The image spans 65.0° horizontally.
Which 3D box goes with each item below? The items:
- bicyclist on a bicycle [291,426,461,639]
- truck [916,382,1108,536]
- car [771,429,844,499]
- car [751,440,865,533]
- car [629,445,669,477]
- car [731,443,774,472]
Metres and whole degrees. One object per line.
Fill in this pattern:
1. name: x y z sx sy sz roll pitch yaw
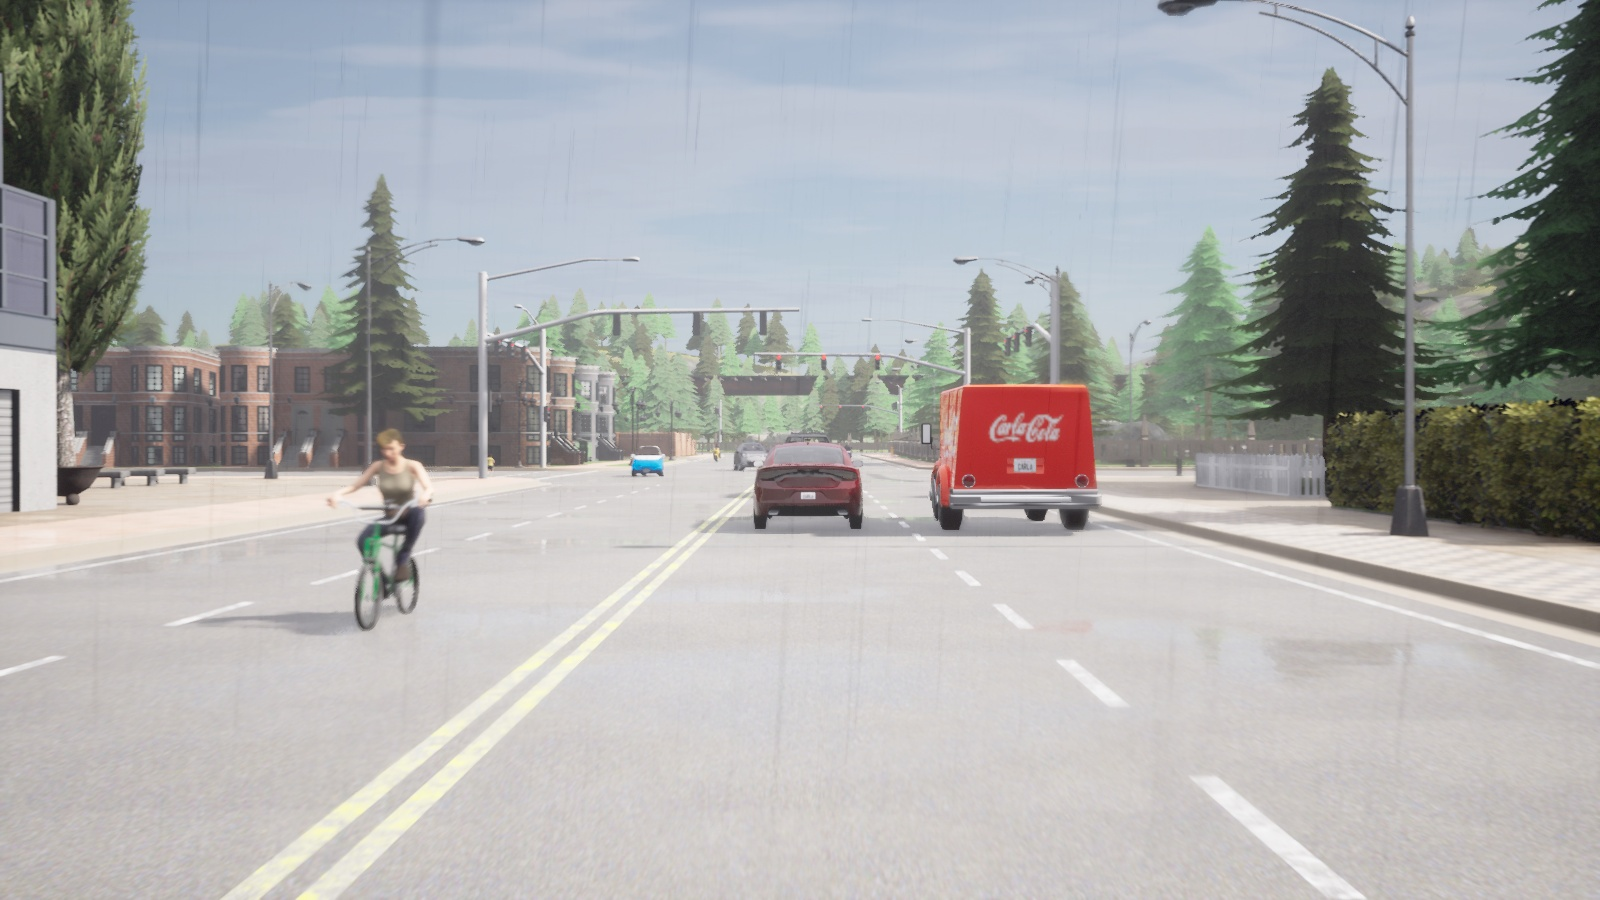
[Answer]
1. bicyclist on a bicycle: -3.421 0.622 10.280 0.866 1.612 1.509 0 0 1
2. truck: 3.645 0.134 22.759 2.627 2.467 5.204 0 0 0
3. car: 0.218 0.362 35.779 1.932 1.855 4.605 0 0 0
4. car: 0.148 0.593 23.320 1.882 1.535 5.008 0 0 0
5. car: -6.669 0.483 55.469 1.481 1.376 2.207 0 0 0
6. car: -2.556 0.380 67.055 1.845 1.501 3.633 0 0 -10
